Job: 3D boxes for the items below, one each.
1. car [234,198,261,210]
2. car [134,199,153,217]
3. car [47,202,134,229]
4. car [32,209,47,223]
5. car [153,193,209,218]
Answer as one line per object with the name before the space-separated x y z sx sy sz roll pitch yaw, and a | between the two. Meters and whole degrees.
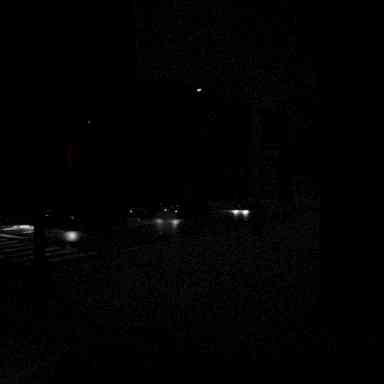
car | 6.659 1.410 39.760 1.994 1.385 4.181 0 0 36
car | -3.825 1.402 30.608 2.128 1.511 4.902 0 0 35
car | -6.337 1.419 21.452 1.882 1.535 5.008 0 0 34
car | -8.940 1.511 23.388 1.994 1.385 4.181 0 0 35
car | -0.592 1.121 29.559 2.150 2.045 5.566 0 0 35
